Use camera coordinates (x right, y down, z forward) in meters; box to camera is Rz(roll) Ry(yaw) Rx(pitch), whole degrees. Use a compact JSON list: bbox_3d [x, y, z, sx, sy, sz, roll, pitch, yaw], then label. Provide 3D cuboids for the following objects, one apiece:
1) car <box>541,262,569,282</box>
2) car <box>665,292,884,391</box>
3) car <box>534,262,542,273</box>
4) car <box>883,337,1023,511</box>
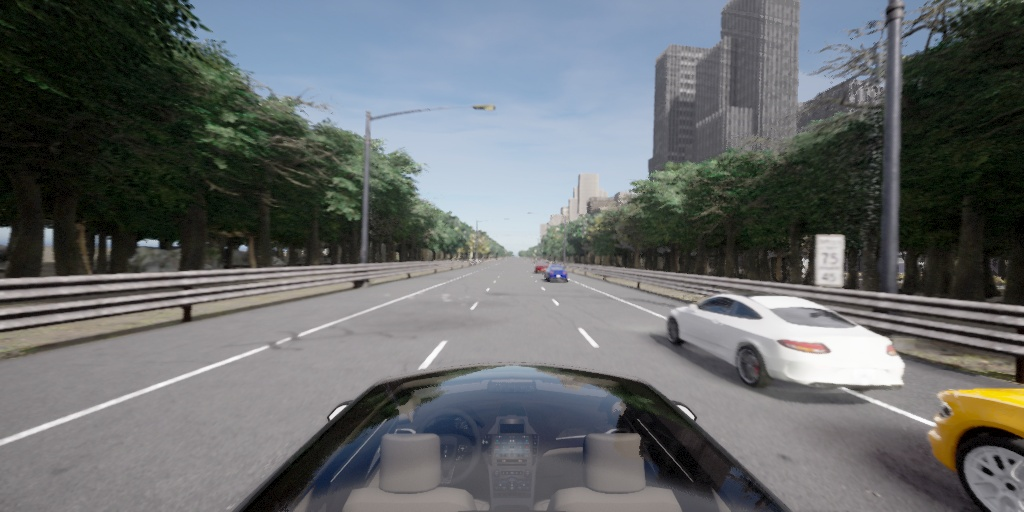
[{"bbox_3d":[3.945,1.537,32.494,1.812,1.442,4.674,2,0,1],"label":"car"},{"bbox_3d":[4.747,1.437,7.117,1.812,1.442,4.674,2,0,0],"label":"car"},{"bbox_3d":[4.080,1.575,49.336,1.882,1.535,5.008,2,0,1],"label":"car"},{"bbox_3d":[4.703,1.359,1.118,1.882,1.535,5.008,2,0,0],"label":"car"}]
